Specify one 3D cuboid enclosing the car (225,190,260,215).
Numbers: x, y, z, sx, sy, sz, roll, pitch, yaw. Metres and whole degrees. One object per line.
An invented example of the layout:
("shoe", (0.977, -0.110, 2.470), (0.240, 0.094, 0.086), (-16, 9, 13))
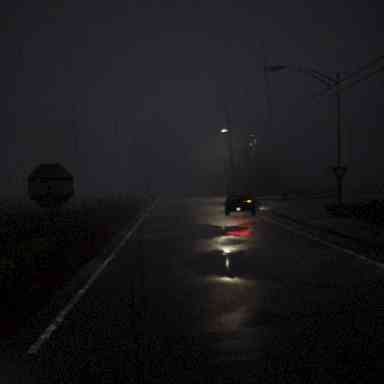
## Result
("car", (3.311, 0.629, 21.761), (1.837, 1.490, 4.892), (-2, 2, 15))
